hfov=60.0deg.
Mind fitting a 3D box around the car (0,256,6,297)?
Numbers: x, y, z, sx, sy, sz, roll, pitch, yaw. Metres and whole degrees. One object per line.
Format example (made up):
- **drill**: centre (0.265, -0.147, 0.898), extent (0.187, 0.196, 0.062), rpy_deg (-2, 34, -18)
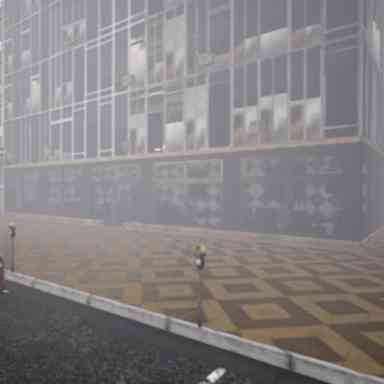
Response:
- **car**: centre (-5.611, 1.493, 6.881), extent (4.507, 1.381, 1.887), rpy_deg (0, 0, 36)
